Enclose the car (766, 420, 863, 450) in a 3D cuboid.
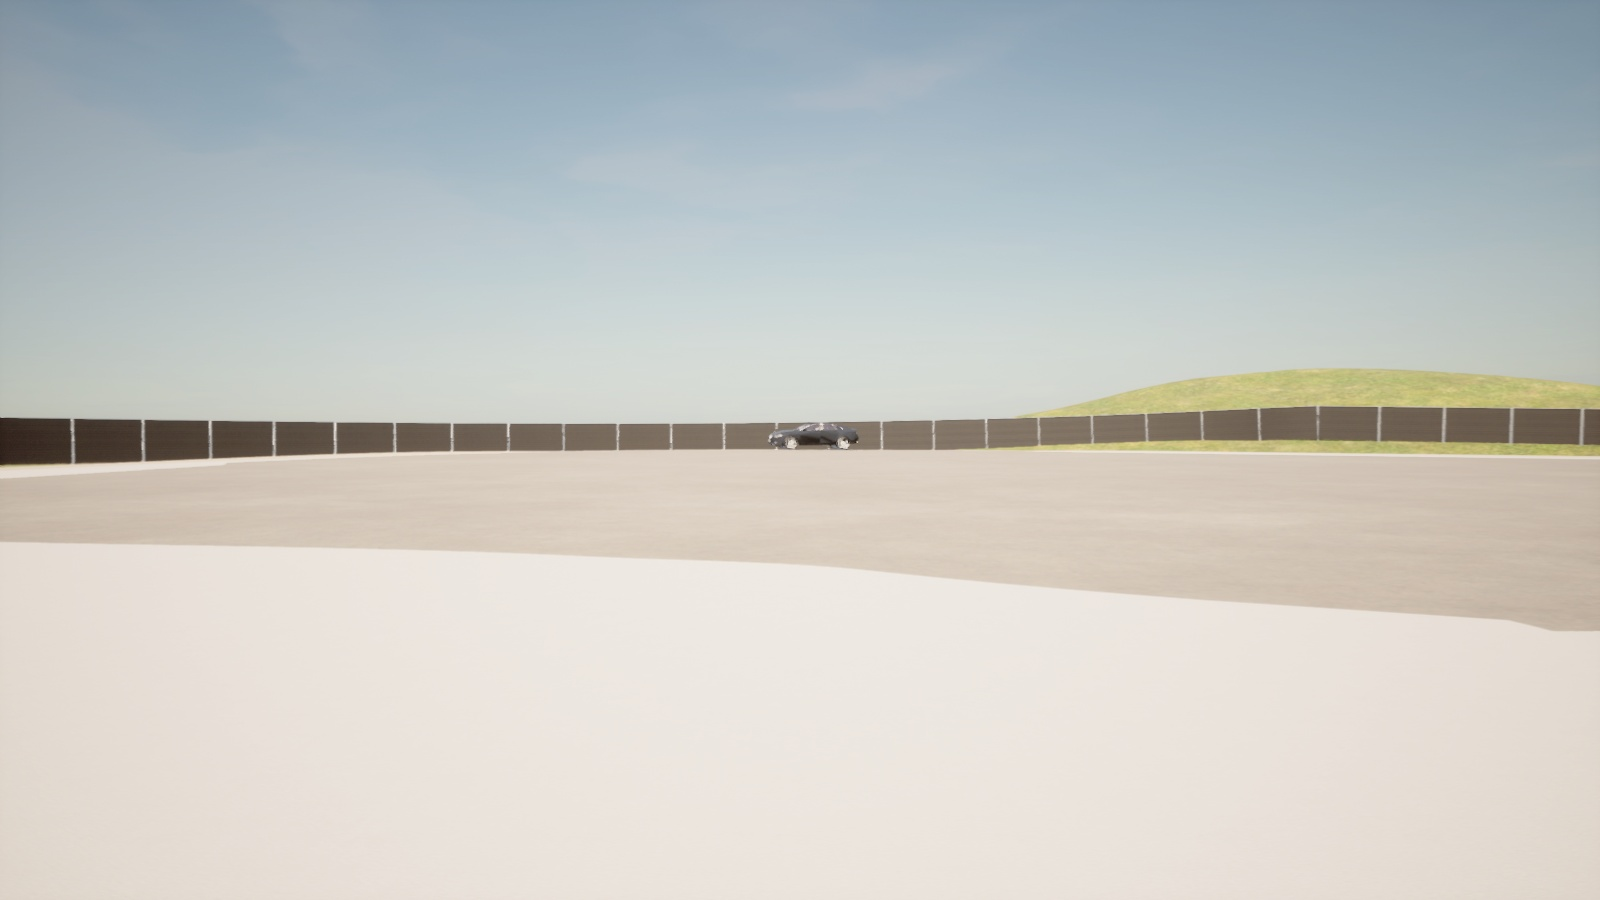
[{"bbox_3d":[0.775,-0.802,67.976,4.902,1.511,2.128,1,0,-12],"label":"car"}]
